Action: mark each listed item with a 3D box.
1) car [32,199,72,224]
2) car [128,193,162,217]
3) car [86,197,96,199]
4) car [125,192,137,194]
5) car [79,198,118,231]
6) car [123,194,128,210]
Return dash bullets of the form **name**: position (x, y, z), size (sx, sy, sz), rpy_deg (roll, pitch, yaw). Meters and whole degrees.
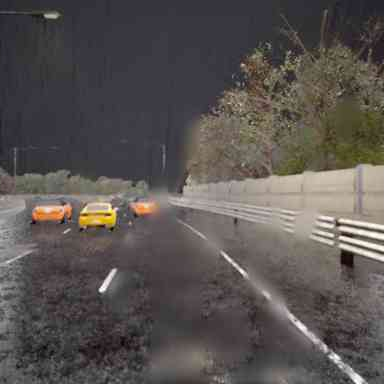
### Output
- **car**: position (-9.985, 1.272, 24.022), size (2.097, 1.767, 4.553), rpy_deg (0, 0, -13)
- **car**: position (-4.298, 1.208, 29.637), size (2.097, 1.767, 4.553), rpy_deg (0, 0, -14)
- **car**: position (-13.855, 1.384, 45.804), size (1.994, 1.385, 4.181), rpy_deg (0, 0, -26)
- **car**: position (-8.405, 1.010, 46.191), size (2.150, 2.045, 5.566), rpy_deg (0, 1, -11)
- **car**: position (-5.579, 1.395, 20.149), size (1.882, 1.535, 5.008), rpy_deg (0, 0, -11)
- **car**: position (-6.369, 1.315, 37.570), size (2.128, 1.511, 4.902), rpy_deg (0, 0, -14)
